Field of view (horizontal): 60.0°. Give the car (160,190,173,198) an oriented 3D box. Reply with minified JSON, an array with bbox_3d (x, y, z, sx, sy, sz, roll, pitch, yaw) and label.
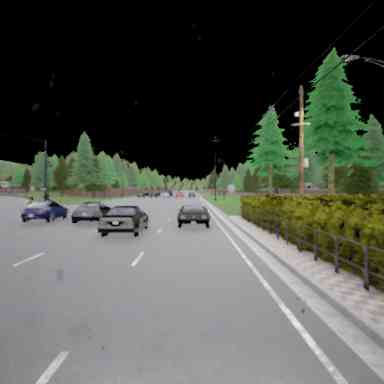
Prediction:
[{"bbox_3d":[-7.020,0.857,90.944,1.812,1.442,4.674,0,0,0],"label":"car"}]

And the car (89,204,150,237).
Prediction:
[{"bbox_3d":[-3.404,1.421,17.312,2.033,1.411,5.357,0,0,0],"label":"car"}]

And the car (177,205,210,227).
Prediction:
[{"bbox_3d":[0.096,1.446,21.198,1.895,1.301,4.718,0,0,0],"label":"car"}]

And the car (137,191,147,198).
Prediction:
[{"bbox_3d":[-14.020,0.881,91.776,1.994,1.385,4.181,0,0,0],"label":"car"}]

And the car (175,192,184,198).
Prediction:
[{"bbox_3d":[-3.520,0.684,91.747,2.097,1.767,4.553,0,0,0],"label":"car"}]

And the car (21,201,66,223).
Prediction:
[{"bbox_3d":[-10.404,1.353,23.742,1.812,1.442,4.674,0,0,0],"label":"car"}]

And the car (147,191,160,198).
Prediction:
[{"bbox_3d":[-10.520,0.855,91.360,1.812,1.442,4.674,0,0,0],"label":"car"}]

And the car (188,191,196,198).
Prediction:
[{"bbox_3d":[-0.020,0.881,91.779,1.994,1.385,4.181,0,0,0],"label":"car"}]

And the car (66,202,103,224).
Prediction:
[{"bbox_3d":[-6.904,1.393,23.409,1.994,1.385,4.181,0,0,0],"label":"car"}]
